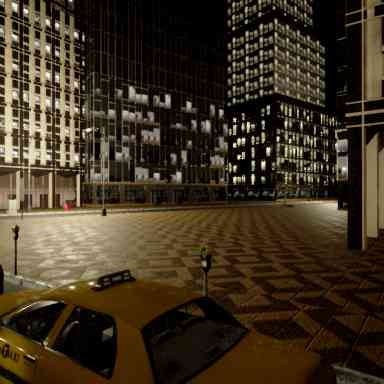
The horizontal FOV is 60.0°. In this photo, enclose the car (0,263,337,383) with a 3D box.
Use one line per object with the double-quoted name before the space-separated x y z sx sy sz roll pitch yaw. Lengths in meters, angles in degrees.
"car" -1.017 1.525 3.599 4.829 1.417 1.752 0 0 35
